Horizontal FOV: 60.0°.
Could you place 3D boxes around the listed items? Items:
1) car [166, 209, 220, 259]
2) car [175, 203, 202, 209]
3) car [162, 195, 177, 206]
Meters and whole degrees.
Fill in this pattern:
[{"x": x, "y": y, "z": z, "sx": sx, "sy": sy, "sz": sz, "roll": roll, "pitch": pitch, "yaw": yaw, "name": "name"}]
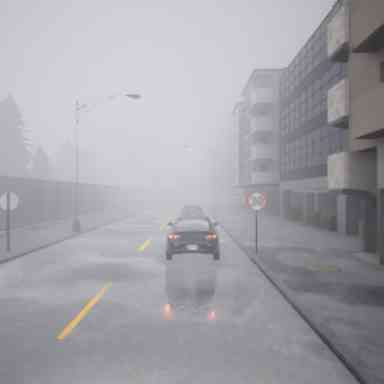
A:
[{"x": 0.044, "y": 1.585, "z": 12.655, "sx": 1.812, "sy": 1.442, "sz": 4.674, "roll": 0, "pitch": -1, "yaw": 1, "name": "car"}, {"x": 0.017, "y": 1.664, "z": 25.345, "sx": 2.033, "sy": 1.411, "sz": 5.357, "roll": 0, "pitch": 0, "yaw": 0, "name": "car"}, {"x": -4.188, "y": 1.507, "z": 62.444, "sx": 2.150, "sy": 2.045, "sz": 5.566, "roll": -1, "pitch": 0, "yaw": 4, "name": "car"}]
